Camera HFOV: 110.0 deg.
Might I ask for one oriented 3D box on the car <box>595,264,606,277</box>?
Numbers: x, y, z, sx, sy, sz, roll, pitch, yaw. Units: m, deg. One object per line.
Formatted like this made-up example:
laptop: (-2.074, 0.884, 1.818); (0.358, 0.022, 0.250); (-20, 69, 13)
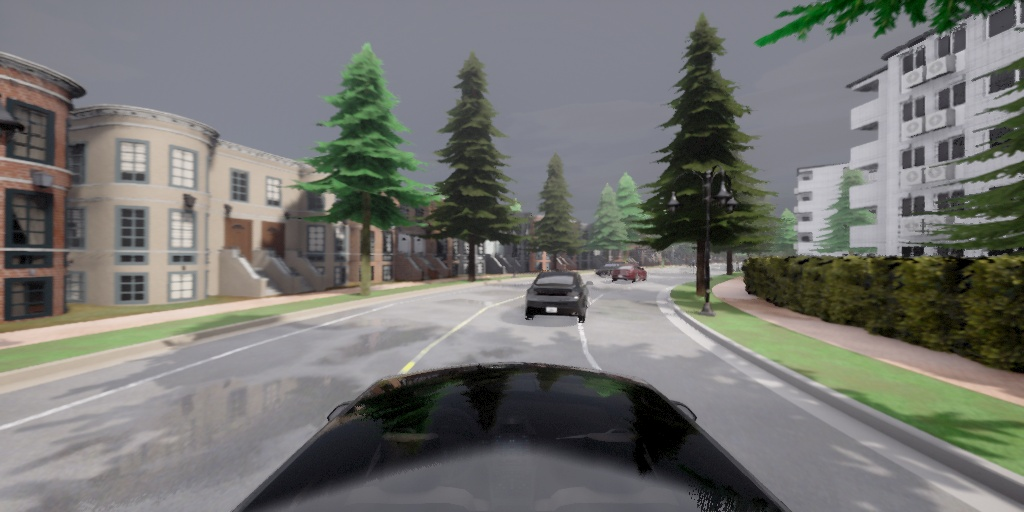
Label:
car: (10.263, 1.394, 36.197); (2.033, 1.411, 5.357); (1, 0, 37)

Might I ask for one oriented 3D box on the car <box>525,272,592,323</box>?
car: (1.686, 1.271, 12.447); (1.837, 1.490, 4.892); (0, 0, 14)

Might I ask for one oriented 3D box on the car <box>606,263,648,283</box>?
car: (9.428, 1.364, 28.711); (1.812, 1.442, 4.674); (0, 0, 35)
